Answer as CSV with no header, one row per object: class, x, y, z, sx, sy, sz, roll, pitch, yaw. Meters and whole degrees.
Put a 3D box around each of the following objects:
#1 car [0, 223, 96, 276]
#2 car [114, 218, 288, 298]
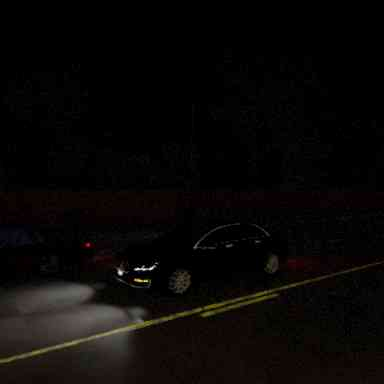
car,-5.383,1.545,8.751,5.357,1.411,2.033,0,0,-35
car,0.426,1.483,8.595,4.892,1.490,1.837,0,0,-35
